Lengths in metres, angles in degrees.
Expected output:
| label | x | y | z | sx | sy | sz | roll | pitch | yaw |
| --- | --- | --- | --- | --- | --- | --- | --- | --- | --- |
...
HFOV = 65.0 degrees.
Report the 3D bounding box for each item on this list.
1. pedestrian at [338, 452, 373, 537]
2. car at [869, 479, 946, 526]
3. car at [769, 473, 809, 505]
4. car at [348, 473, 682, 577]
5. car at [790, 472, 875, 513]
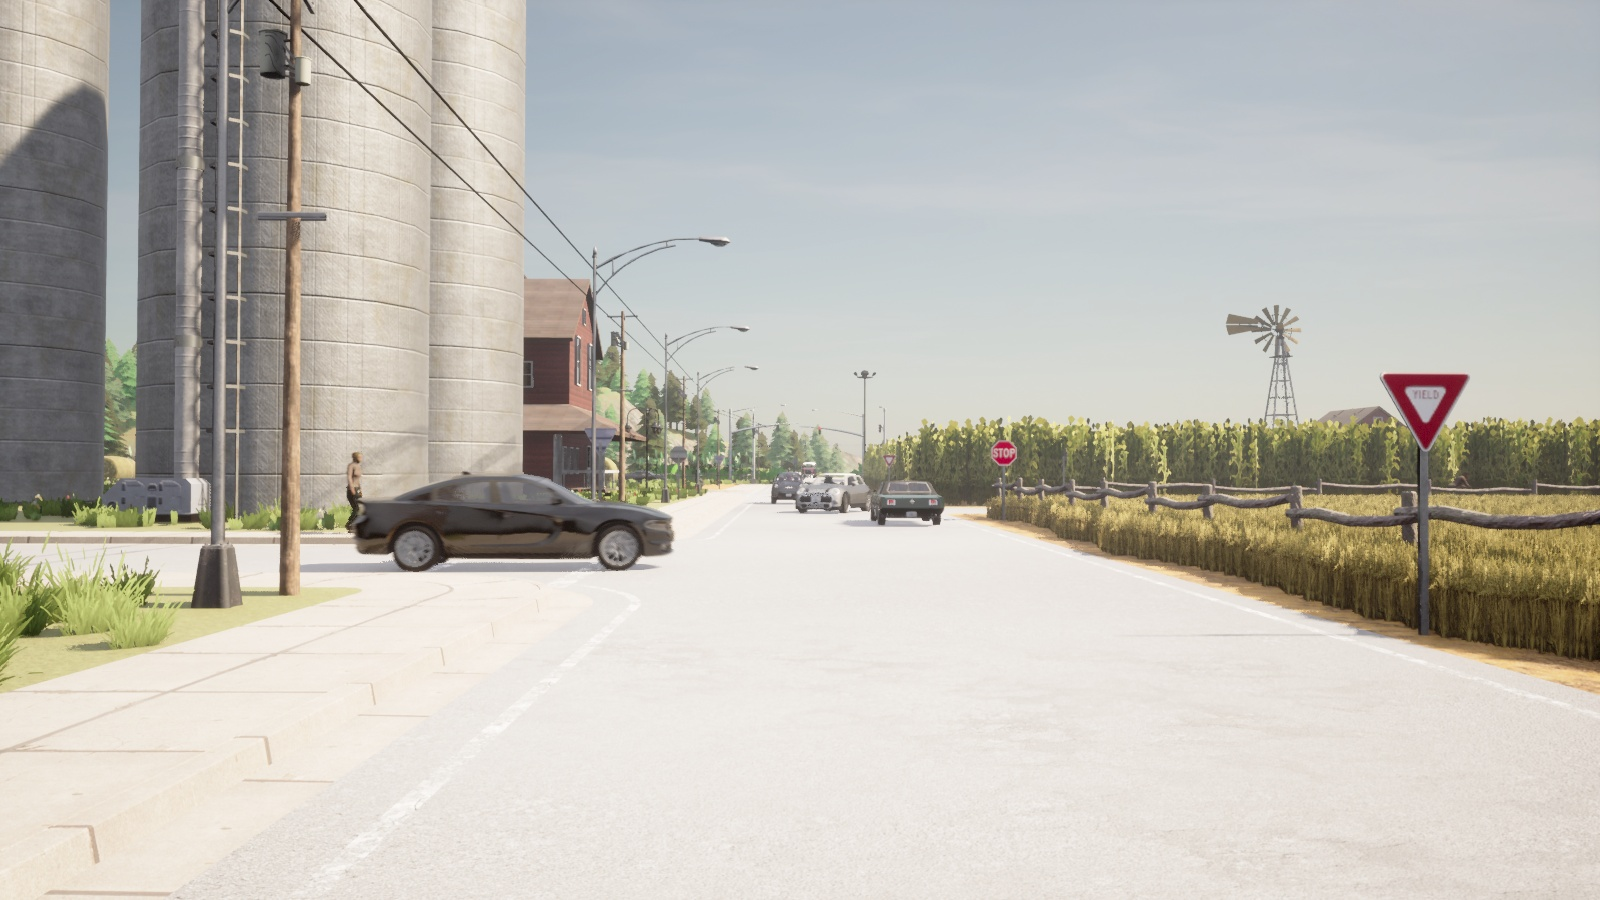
| label | x | y | z | sx | sy | sz | roll | pitch | yaw |
| --- | --- | --- | --- | --- | --- | --- | --- | --- | --- |
| pedestrian | -9.672 | 0.966 | 27.308 | 0.634 | 1.846 | 0.331 | 0 | -1 | 4 |
| car | 3.164 | 1.536 | 37.833 | 1.895 | 1.301 | 4.718 | 0 | -1 | 0 |
| car | -0.526 | 1.838 | 60.131 | 1.845 | 1.501 | 3.633 | 0 | -1 | -1 |
| car | -4.427 | 1.147 | 20.134 | 5.008 | 1.535 | 1.882 | 0 | -1 | -7 |
| car | 1.261 | 1.564 | 47.117 | 1.970 | 1.475 | 3.806 | -1 | -1 | 22 |
